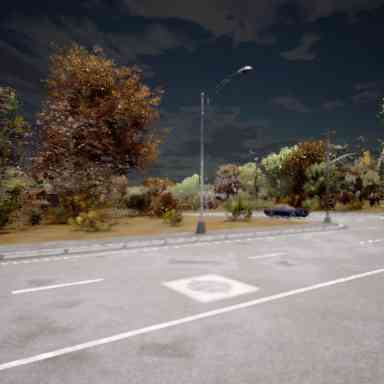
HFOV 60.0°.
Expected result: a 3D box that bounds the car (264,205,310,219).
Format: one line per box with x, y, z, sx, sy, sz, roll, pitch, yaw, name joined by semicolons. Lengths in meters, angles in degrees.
9.847;2.070;34.676;1.895;1.301;4.718;1;-2;-32;car
